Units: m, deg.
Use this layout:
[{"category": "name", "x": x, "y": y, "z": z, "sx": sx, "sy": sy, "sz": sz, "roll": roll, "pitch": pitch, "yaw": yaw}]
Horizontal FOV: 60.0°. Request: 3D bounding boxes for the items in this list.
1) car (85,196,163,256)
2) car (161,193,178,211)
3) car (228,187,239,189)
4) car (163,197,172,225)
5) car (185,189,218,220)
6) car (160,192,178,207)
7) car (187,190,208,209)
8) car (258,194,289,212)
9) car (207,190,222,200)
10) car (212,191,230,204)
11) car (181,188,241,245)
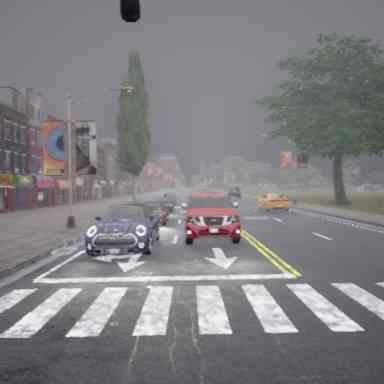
[{"category": "car", "x": -2.464, "y": 1.232, "z": 12.633, "sx": 2.097, "sy": 1.767, "sz": 4.553, "roll": -1, "pitch": 1, "yaw": -1}, {"category": "car", "x": -2.653, "y": 1.108, "z": 30.493, "sx": 2.033, "sy": 1.411, "sz": 5.357, "roll": -1, "pitch": 1, "yaw": 0}, {"category": "car", "x": 6.929, "y": 0.115, "z": 56.553, "sx": 2.150, "sy": 2.045, "sz": 5.566, "roll": -1, "pitch": 0, "yaw": -1}, {"category": "car", "x": -2.563, "y": 1.302, "z": 21.235, "sx": 1.994, "sy": 1.385, "sz": 4.181, "roll": -1, "pitch": 1, "yaw": 0}, {"category": "car", "x": 0.642, "y": 0.831, "z": 25.309, "sx": 2.150, "sy": 2.045, "sz": 5.566, "roll": -1, "pitch": 1, "yaw": 0}, {"category": "car", "x": -2.778, "y": 0.866, "z": 40.755, "sx": 1.837, "sy": 1.490, "sz": 4.892, "roll": -1, "pitch": 1, "yaw": 0}, {"category": "car", "x": 0.555, "y": 0.760, "z": 35.573, "sx": 2.097, "sy": 1.767, "sz": 4.553, "roll": -1, "pitch": 1, "yaw": 0}, {"category": "car", "x": 7.267, "y": 0.885, "z": 30.053, "sx": 1.882, "sy": 1.535, "sz": 5.008, "roll": -1, "pitch": 1, "yaw": -1}, {"category": "car", "x": 3.610, "y": 0.485, "z": 54.450, "sx": 2.128, "sy": 1.511, "sz": 4.902, "roll": -1, "pitch": 1, "yaw": -1}, {"category": "car", "x": 3.836, "y": 0.687, "z": 44.425, "sx": 1.837, "sy": 1.490, "sz": 4.892, "roll": -1, "pitch": 1, "yaw": -1}, {"category": "car", "x": 0.748, "y": 1.014, "z": 14.948, "sx": 2.150, "sy": 2.045, "sz": 5.566, "roll": -1, "pitch": 1, "yaw": -1}]
